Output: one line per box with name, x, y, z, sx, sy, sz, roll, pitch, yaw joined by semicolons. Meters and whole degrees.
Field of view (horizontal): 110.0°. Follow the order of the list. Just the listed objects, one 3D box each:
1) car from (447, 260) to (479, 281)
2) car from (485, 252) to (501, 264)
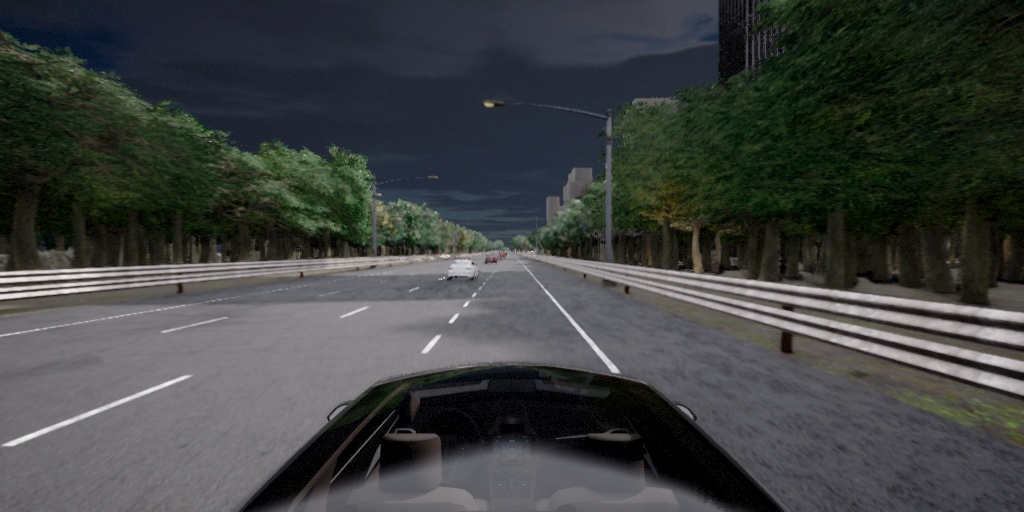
car;-3.505;0.985;26.040;1.812;1.442;4.674;0;1;0
car;-3.511;0.390;63.102;2.097;1.767;4.553;0;1;0
